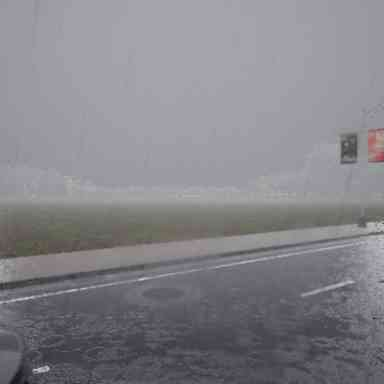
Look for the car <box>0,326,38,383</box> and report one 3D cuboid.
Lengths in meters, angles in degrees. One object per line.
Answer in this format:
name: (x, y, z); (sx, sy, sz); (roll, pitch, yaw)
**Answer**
car: (-3.187, 1.519, 1.412); (4.674, 1.442, 1.812); (0, 0, -35)
